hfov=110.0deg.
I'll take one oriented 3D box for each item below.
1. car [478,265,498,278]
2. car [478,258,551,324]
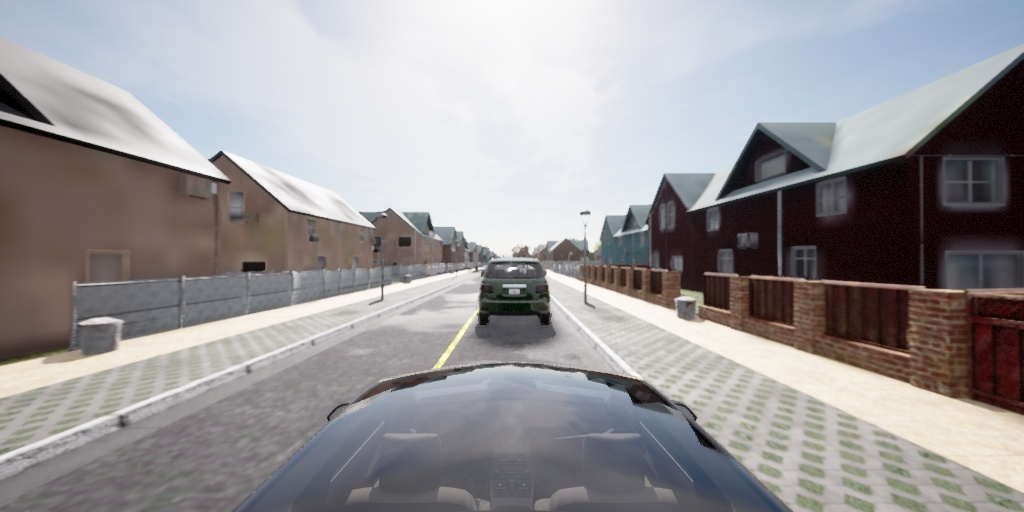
[{"bbox_3d":[-2.781,1.793,42.768,2.033,1.411,5.357,0,-1,0],"label":"car"},{"bbox_3d":[0.086,1.095,12.581,2.150,2.045,5.566,0,0,0],"label":"car"}]
